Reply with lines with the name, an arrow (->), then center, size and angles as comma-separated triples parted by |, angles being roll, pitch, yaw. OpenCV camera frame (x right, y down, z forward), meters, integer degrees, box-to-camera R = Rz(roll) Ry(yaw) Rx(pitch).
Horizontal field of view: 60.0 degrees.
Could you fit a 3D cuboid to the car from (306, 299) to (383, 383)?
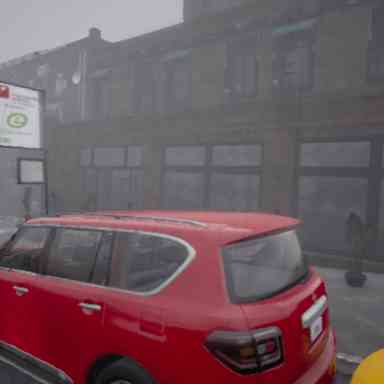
car -> 3.281, 1.468, 1.192 | 5.008, 1.535, 2.097 | 0, 0, 35
